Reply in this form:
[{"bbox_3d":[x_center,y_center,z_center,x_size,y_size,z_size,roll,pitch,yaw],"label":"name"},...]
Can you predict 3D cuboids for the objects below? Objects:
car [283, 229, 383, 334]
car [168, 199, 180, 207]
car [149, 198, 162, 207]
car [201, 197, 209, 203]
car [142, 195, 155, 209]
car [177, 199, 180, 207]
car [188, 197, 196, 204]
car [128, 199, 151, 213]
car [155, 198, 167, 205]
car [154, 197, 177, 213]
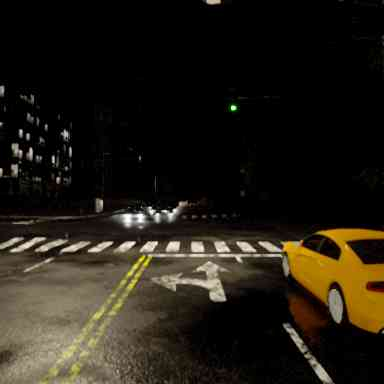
[{"bbox_3d":[3.363,1.518,7.046,1.882,1.535,5.008,-1,0,0],"label":"car"},{"bbox_3d":[-3.302,1.955,62.007,2.033,1.411,5.357,0,0,0],"label":"car"},{"bbox_3d":[-6.554,1.877,60.706,1.882,1.535,5.008,0,0,0],"label":"car"},{"bbox_3d":[3.261,2.023,82.383,1.882,1.535,5.008,0,0,0],"label":"car"},{"bbox_3d":[-6.592,1.554,50.542,2.150,2.045,5.566,0,0,0],"label":"car"},{"bbox_3d":[-3.335,1.830,51.367,2.128,1.511,4.902,0,0,0],"label":"car"},{"bbox_3d":[0.012,2.050,79.603,2.128,1.511,4.902,0,0,0],"label":"car"},{"bbox_3d":[-6.592,1.870,40.775,1.895,1.301,4.718,0,0,0],"label":"car"},{"bbox_3d":[-6.490,1.977,70.910,2.128,1.511,4.902,0,0,0],"label":"car"},{"bbox_3d":[-3.342,1.755,42.176,1.882,1.535,5.008,0,0,0],"label":"car"}]
